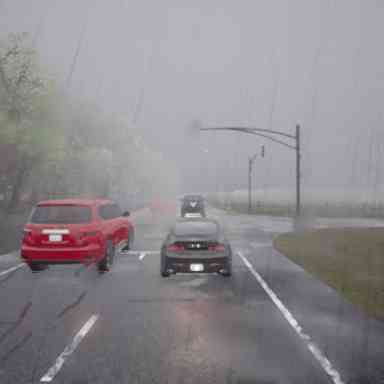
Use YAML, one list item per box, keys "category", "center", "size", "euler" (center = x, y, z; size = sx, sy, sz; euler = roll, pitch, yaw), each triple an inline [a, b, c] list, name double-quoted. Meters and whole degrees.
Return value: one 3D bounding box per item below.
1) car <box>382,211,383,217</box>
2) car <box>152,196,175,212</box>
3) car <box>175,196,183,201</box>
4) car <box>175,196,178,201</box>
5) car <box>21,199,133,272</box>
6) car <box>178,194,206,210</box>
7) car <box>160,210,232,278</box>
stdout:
- category: "car"
  center: [19.337, 1.782, 29.204]
  size: [4.892, 1.490, 1.837]
  euler: [1, -1, 0]
- category: "car"
  center: [-3.402, 1.369, 38.700]
  size: [2.097, 1.767, 4.553]
  euler: [0, 0, 0]
- category: "car"
  center: [-3.505, 1.621, 89.186]
  size: [1.895, 1.301, 4.718]
  euler: [0, 0, 0]
- category: "car"
  center: [-3.504, 1.565, 79.363]
  size: [2.033, 1.411, 5.357]
  euler: [0, 0, 0]
- category: "car"
  center: [-3.398, 1.229, 10.927]
  size: [2.150, 2.045, 5.566]
  euler: [0, 0, 0]
- category: "car"
  center: [0.100, 1.239, 31.102]
  size: [2.150, 2.045, 5.566]
  euler: [0, 0, 0]
- category: "car"
  center: [0.103, 1.511, 10.150]
  size: [1.837, 1.490, 4.892]
  euler: [0, 0, 0]
